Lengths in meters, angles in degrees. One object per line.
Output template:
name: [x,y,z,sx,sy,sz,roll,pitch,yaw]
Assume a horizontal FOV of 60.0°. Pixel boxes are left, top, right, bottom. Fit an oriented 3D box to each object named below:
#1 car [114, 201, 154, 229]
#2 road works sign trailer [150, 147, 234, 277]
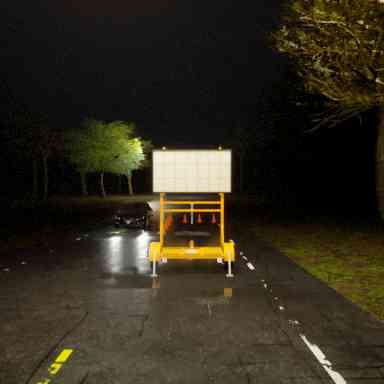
car: [-3.501,1.383,20.706,1.837,1.490,4.892,0,1,0]
road works sign trailer: [0.000,0.433,10.157,2.380,3.560,2.880,0,0,0]
